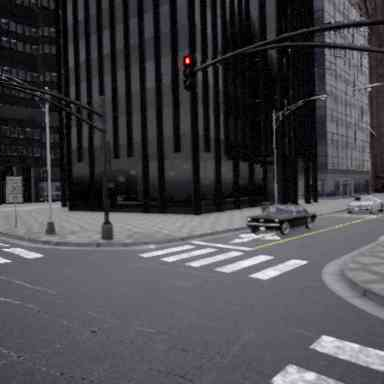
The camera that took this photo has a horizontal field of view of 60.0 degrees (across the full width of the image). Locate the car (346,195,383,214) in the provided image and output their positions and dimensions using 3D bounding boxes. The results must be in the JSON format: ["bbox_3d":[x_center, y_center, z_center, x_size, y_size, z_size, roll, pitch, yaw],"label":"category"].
[{"bbox_3d":[14.408,0.994,27.596,1.812,1.442,4.674,-1,1,43],"label":"car"}]

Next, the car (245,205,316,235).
[{"bbox_3d":[4.699,1.355,17.245,1.895,1.301,4.718,-1,1,41],"label":"car"}]
